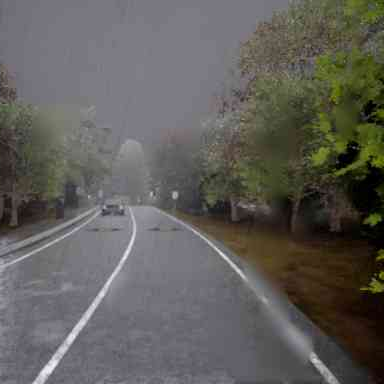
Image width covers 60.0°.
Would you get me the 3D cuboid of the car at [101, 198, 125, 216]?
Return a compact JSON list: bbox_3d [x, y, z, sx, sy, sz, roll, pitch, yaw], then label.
[{"bbox_3d":[-7.642,1.406,32.486,2.097,1.767,4.553,1,0,-11],"label":"car"}]
